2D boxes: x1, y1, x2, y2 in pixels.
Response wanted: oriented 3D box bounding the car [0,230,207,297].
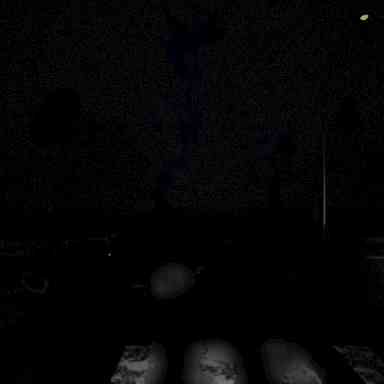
[{"bbox_3d":[-2.011,1.598,8.001,4.718,1.301,1.895,-1,0,1],"label":"car"}]
